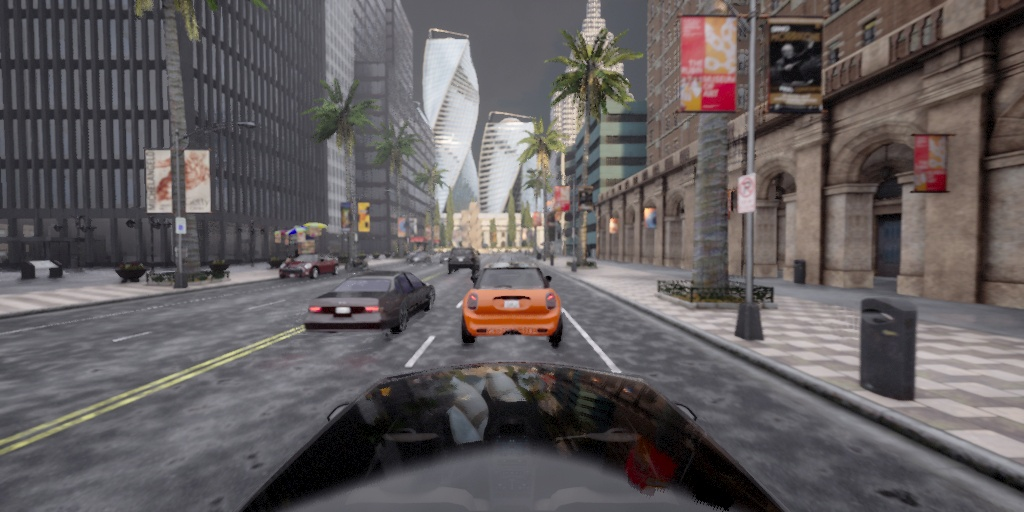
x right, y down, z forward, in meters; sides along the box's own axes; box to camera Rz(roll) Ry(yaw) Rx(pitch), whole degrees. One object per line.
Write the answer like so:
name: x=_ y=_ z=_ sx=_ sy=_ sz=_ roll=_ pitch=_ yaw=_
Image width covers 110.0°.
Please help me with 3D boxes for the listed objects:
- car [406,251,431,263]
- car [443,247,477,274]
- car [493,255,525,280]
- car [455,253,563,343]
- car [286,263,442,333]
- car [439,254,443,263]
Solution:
car: x=-11.348 y=0.222 z=44.745 sx=2.128 sy=1.511 sz=4.902 roll=0 pitch=1 yaw=-1
car: x=-3.809 y=0.311 z=28.996 sx=2.150 sy=2.045 sz=5.566 roll=0 pitch=1 yaw=-1
car: x=-0.234 y=0.723 z=24.996 sx=2.033 sy=1.411 sz=5.357 roll=0 pitch=1 yaw=-1
car: x=-0.010 y=0.916 z=9.216 sx=2.097 sy=1.767 sz=4.553 roll=0 pitch=1 yaw=0
car: x=-3.513 y=1.108 z=9.947 sx=2.033 sy=1.411 sz=5.357 roll=0 pitch=1 yaw=0
car: x=-7.851 y=0.206 z=44.841 sx=2.128 sy=1.511 sz=4.902 roll=0 pitch=1 yaw=-1
